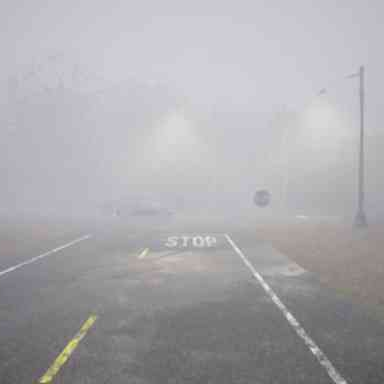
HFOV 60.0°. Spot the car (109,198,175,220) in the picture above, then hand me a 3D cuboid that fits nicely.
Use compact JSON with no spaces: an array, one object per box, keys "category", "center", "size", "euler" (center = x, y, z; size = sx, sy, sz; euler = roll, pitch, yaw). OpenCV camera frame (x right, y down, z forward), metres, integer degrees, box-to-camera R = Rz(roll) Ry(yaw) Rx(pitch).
[{"category":"car","center":[-3.827,1.464,27.090],"size":[4.902,1.511,2.128],"euler":[0,0,0]}]

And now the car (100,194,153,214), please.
[{"category":"car","center":[-6.511,1.205,34.111],"size":[5.566,2.045,2.150],"euler":[0,0,0]}]
